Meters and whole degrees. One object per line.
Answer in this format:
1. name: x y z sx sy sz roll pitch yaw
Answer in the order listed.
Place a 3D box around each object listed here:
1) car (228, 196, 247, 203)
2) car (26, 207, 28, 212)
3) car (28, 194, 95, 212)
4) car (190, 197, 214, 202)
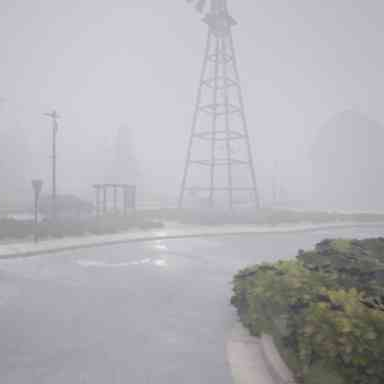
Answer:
1. car: 8.017 1.494 58.317 1.812 1.442 4.674 0 0 36
2. car: -14.154 1.472 33.665 1.837 1.490 4.892 0 -1 36
3. car: -11.738 1.190 30.917 2.150 2.045 5.566 0 0 36
4. car: 1.546 1.494 49.280 1.812 1.442 4.674 0 0 36
